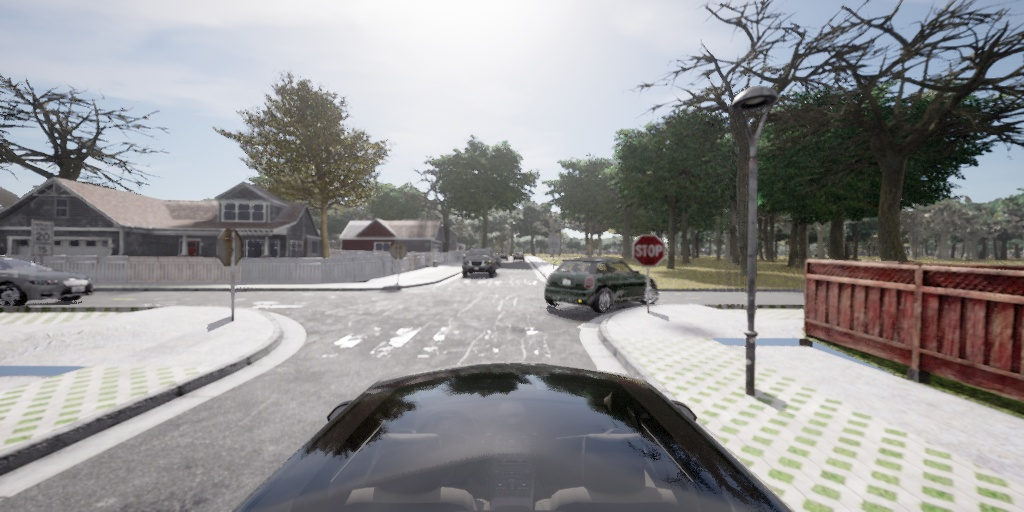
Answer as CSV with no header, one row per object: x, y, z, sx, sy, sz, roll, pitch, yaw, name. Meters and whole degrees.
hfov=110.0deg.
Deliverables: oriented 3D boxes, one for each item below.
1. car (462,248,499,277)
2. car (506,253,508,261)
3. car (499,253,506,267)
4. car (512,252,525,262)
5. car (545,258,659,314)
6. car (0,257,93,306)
-2.384,0.413,27.158,2.150,2.045,5.566,0,2,1,car
-1.666,0.126,62.804,1.895,1.301,4.718,0,1,1,car
-2.148,0.471,40.965,2.033,1.411,5.357,0,1,1,car
1.063,0.109,58.425,1.837,1.490,4.892,0,1,1,car
3.277,0.850,12.663,4.553,1.767,2.097,0,1,-43,car
-16.232,0.758,11.067,4.902,1.511,2.128,1,-1,-8,car
